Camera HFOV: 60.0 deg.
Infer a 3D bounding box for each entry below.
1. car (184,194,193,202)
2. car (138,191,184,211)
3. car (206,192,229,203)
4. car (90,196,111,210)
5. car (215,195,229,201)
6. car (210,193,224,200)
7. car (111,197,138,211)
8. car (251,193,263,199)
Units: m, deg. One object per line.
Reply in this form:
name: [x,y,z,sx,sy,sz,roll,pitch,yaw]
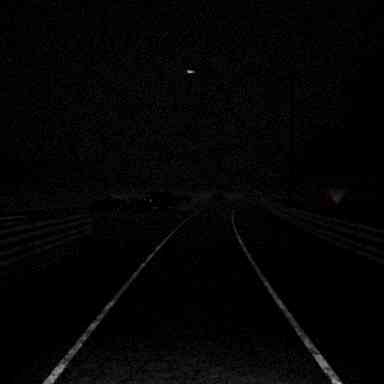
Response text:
car: [-1.468,1.105,60.532,1.837,1.490,4.892,0,0,21]
car: [-3.280,0.957,36.361,2.150,2.045,5.566,-1,0,21]
car: [4.354,1.061,56.145,1.837,1.490,4.892,0,0,21]
car: [-9.803,1.241,38.868,1.882,1.535,5.008,0,0,21]
car: [6.472,1.214,71.390,1.895,1.301,4.718,0,0,21]
car: [6.088,1.122,80.132,1.882,1.535,5.008,0,0,21]
car: [-6.540,1.250,37.607,2.128,1.511,4.902,0,1,21]
car: [18.555,1.229,93.028,1.812,1.442,4.674,0,0,21]
